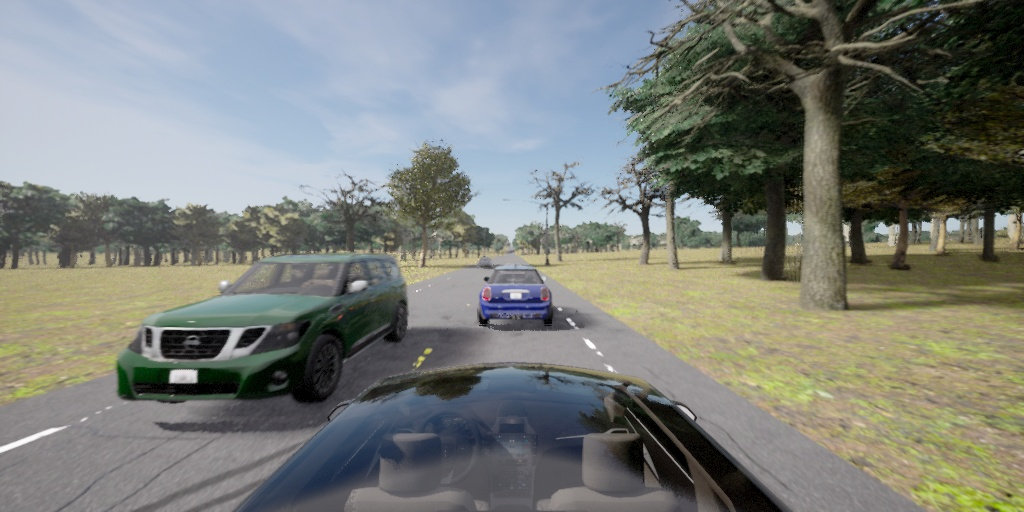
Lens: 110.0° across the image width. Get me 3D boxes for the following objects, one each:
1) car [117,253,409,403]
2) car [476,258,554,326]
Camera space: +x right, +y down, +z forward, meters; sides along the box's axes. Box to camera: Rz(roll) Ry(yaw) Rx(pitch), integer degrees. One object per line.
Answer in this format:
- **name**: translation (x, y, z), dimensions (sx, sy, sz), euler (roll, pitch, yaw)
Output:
- **car**: translation (-3.598, 0.962, 6.693), dimensions (2.150, 2.045, 5.566), euler (0, 0, 0)
- **car**: translation (0.104, 1.072, 11.756), dimensions (2.097, 1.767, 4.553), euler (0, 0, 0)
